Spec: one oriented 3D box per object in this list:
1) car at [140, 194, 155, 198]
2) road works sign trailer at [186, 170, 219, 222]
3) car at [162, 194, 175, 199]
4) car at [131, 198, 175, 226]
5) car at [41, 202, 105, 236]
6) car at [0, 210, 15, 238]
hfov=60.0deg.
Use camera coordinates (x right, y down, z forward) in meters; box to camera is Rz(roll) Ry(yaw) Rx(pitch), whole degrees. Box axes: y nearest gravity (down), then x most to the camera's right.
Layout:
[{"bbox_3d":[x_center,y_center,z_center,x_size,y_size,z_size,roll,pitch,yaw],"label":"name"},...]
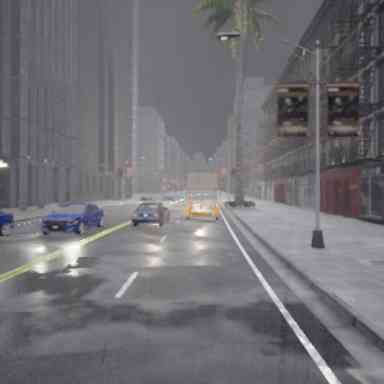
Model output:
[{"bbox_3d":[-7.501,1.018,56.279,1.994,1.385,4.181,0,1,3],"label":"car"},{"bbox_3d":[0.765,0.237,24.080,2.380,3.560,2.880,0,1,3],"label":"road works sign trailer"},{"bbox_3d":[-4.109,0.977,58.756,2.033,1.411,5.357,0,1,3],"label":"car"},{"bbox_3d":[-2.515,1.345,21.367,2.033,1.411,5.357,0,1,3],"label":"car"},{"bbox_3d":[-6.136,1.309,17.676,1.882,1.535,5.008,0,1,3],"label":"car"},{"bbox_3d":[-9.534,1.343,13.942,1.882,1.535,5.008,0,1,2],"label":"car"}]
